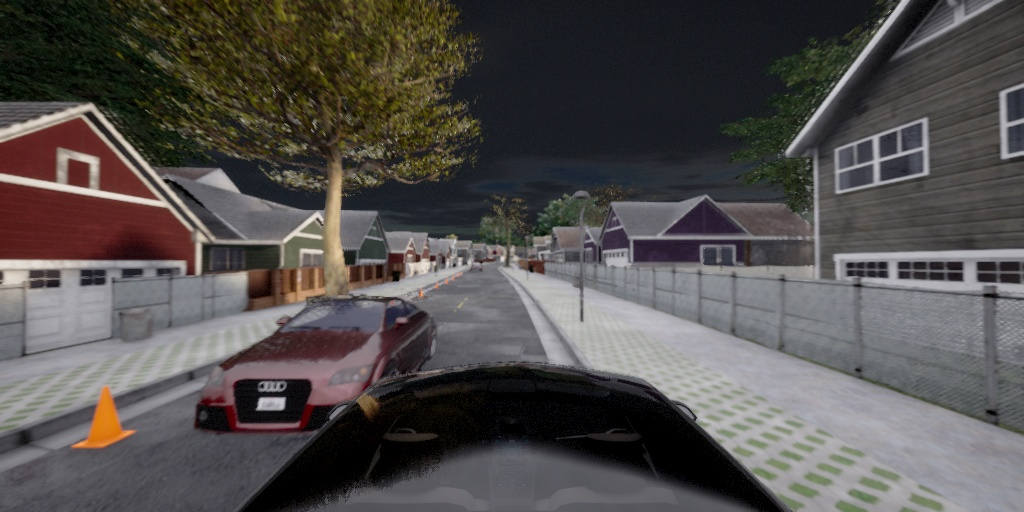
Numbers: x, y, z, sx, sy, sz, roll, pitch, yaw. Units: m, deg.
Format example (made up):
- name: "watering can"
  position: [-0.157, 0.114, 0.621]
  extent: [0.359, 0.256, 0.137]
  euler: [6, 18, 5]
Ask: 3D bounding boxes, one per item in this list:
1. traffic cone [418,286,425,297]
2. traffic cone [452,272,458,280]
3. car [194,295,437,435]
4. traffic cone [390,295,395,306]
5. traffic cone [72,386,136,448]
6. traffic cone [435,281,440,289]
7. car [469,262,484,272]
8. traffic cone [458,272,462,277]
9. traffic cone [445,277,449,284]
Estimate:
- name: "traffic cone"
  position: [-4.781, 1.849, 18.867]
  extent: [0.340, 0.580, 0.340]
  euler: [0, 0, -2]
- name: "traffic cone"
  position: [-5.537, 1.982, 33.773]
  extent: [0.340, 0.580, 0.340]
  euler: [0, 0, -4]
- name: "car"
  position: [-2.485, 1.346, 5.668]
  extent: [1.994, 1.385, 4.181]
  euler: [0, 0, -1]
- name: "traffic cone"
  position: [-4.628, 1.806, 13.894]
  extent: [0.340, 0.580, 0.340]
  euler: [0, 0, -1]
- name: "traffic cone"
  position: [-4.473, 1.728, 3.944]
  extent: [0.340, 0.580, 0.340]
  euler: [0, 0, 0]
- name: "traffic cone"
  position: [-4.983, 1.894, 23.838]
  extent: [0.340, 0.580, 0.340]
  euler: [0, 0, -3]
- name: "car"
  position: [-5.635, 1.724, 56.637]
  extent: [1.812, 1.442, 4.674]
  euler: [0, -1, -11]
- name: "traffic cone"
  position: [-5.876, 2.023, 38.755]
  extent: [0.340, 0.580, 0.340]
  euler: [0, 0, -4]
- name: "traffic cone"
  position: [-5.235, 1.939, 28.807]
  extent: [0.340, 0.580, 0.340]
  euler: [0, 0, -3]
